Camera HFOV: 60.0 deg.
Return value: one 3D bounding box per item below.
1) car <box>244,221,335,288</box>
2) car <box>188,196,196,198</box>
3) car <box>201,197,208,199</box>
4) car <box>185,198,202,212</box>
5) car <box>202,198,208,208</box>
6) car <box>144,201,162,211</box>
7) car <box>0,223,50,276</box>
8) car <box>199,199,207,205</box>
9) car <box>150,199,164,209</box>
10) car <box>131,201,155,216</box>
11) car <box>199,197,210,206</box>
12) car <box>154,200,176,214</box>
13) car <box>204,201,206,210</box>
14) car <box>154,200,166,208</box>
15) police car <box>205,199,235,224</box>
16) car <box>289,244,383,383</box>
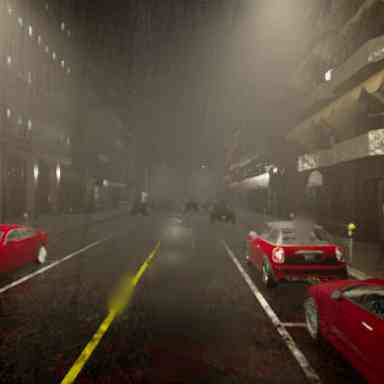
[{"bbox_3d":[2.690,1.533,9.521,1.967,1.590,4.097,0,-1,0],"label":"car"},{"bbox_3d":[-0.004,1.858,63.538,2.150,2.045,5.566,0,-1,0],"label":"car"},{"bbox_3d":[2.686,2.044,60.355,1.967,1.590,4.097,0,-1,0],"label":"car"},{"bbox_3d":[0.009,1.958,45.552,1.837,1.490,4.892,0,0,0],"label":"car"},{"bbox_3d":[2.687,2.037,49.058,2.008,1.369,4.403,0,-1,0],"label":"car"},{"bbox_3d":[-5.693,2.038,49.057,2.008,1.369,4.403,0,-1,0],"label":"car"},{"bbox_3d":[-5.690,1.638,9.520,1.887,1.381,4.507,0,-1,0],"label":"car"},{"bbox_3d":[2.685,2.423,82.947,1.802,1.307,4.206,0,-1,0],"label":"car"},{"bbox_3d":[-5.694,1.986,54.707,1.967,1.590,4.097,0,-1,0],"label":"car"},{"bbox_3d":[-5.692,1.938,37.760,1.947,1.339,4.313,0,-1,0],"label":"car"},{"bbox_3d":[2.686,2.037,71.653,2.192,1.841,5.009,0,-1,0],"label":"car"},{"bbox_3d":[-3.094,1.758,41.263,2.097,1.767,4.553,0,0,0],"label":"car"},{"bbox_3d":[2.689,1.938,37.761,1.947,1.339,4.313,0,-1,0],"label":"car"},{"bbox_3d":[-5.694,2.128,60.183,1.752,1.417,4.829,0,-1,0],"label":"car"},{"bbox_3d":[2.365,1.692,27.287,1.930,1.638,5.238,0,-1,0],"label":"police car"},{"bbox_3d":[2.691,1.620,3.871,1.802,1.307,4.206,0,-1,0],"label":"car"}]
